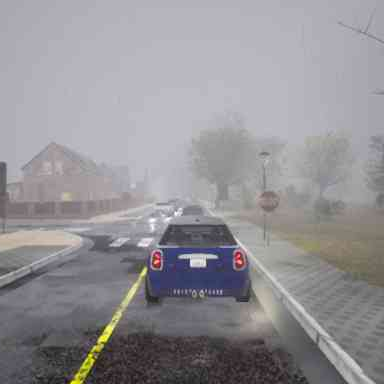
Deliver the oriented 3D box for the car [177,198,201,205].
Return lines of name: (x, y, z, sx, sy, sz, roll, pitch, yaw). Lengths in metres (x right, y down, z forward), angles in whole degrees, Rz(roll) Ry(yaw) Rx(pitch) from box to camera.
car: (0.092, 1.581, 31.210, 2.128, 1.511, 4.902, 0, 0, 2)

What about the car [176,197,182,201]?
car: (-2.695, 1.640, 42.432, 1.837, 1.490, 4.892, 0, 0, 1)

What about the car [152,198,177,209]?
car: (-2.800, 1.621, 32.636, 1.812, 1.442, 4.674, 0, 0, 2)

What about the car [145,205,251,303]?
car: (0.121, 1.370, 8.415, 2.097, 1.767, 4.553, 0, 0, 0)

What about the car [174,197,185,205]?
car: (-2.491, 1.769, 68.782, 2.128, 1.511, 4.902, 0, 0, 0)
